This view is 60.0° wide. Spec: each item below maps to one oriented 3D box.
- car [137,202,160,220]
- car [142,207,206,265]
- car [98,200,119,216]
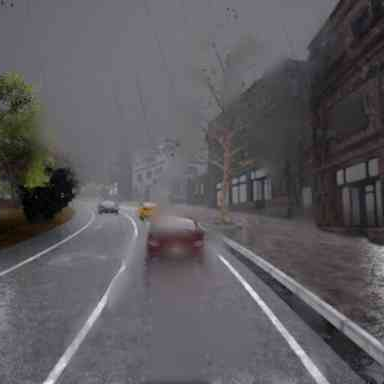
[{"bbox_3d":[-3.901,1.659,30.194,1.882,1.535,5.008,1,-1,-14],"label":"car"},{"bbox_3d":[-0.659,1.541,12.075,1.882,1.535,5.008,1,0,-6],"label":"car"},{"bbox_3d":[-8.803,1.604,34.904,1.882,1.535,5.008,2,-1,-18],"label":"car"}]
